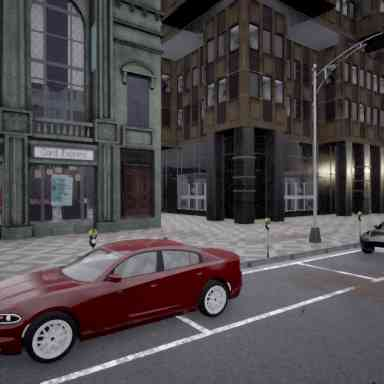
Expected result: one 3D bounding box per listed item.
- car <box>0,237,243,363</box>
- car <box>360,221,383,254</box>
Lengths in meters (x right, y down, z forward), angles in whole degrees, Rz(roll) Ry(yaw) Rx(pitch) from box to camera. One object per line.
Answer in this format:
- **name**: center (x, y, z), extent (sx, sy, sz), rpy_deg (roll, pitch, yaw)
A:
- **car**: center (-1.116, 1.545, 5.856), extent (4.507, 1.381, 1.887), rpy_deg (0, 0, -36)
- **car**: center (8.059, 1.566, 12.406), extent (4.313, 1.339, 1.947), rpy_deg (0, 0, -36)
